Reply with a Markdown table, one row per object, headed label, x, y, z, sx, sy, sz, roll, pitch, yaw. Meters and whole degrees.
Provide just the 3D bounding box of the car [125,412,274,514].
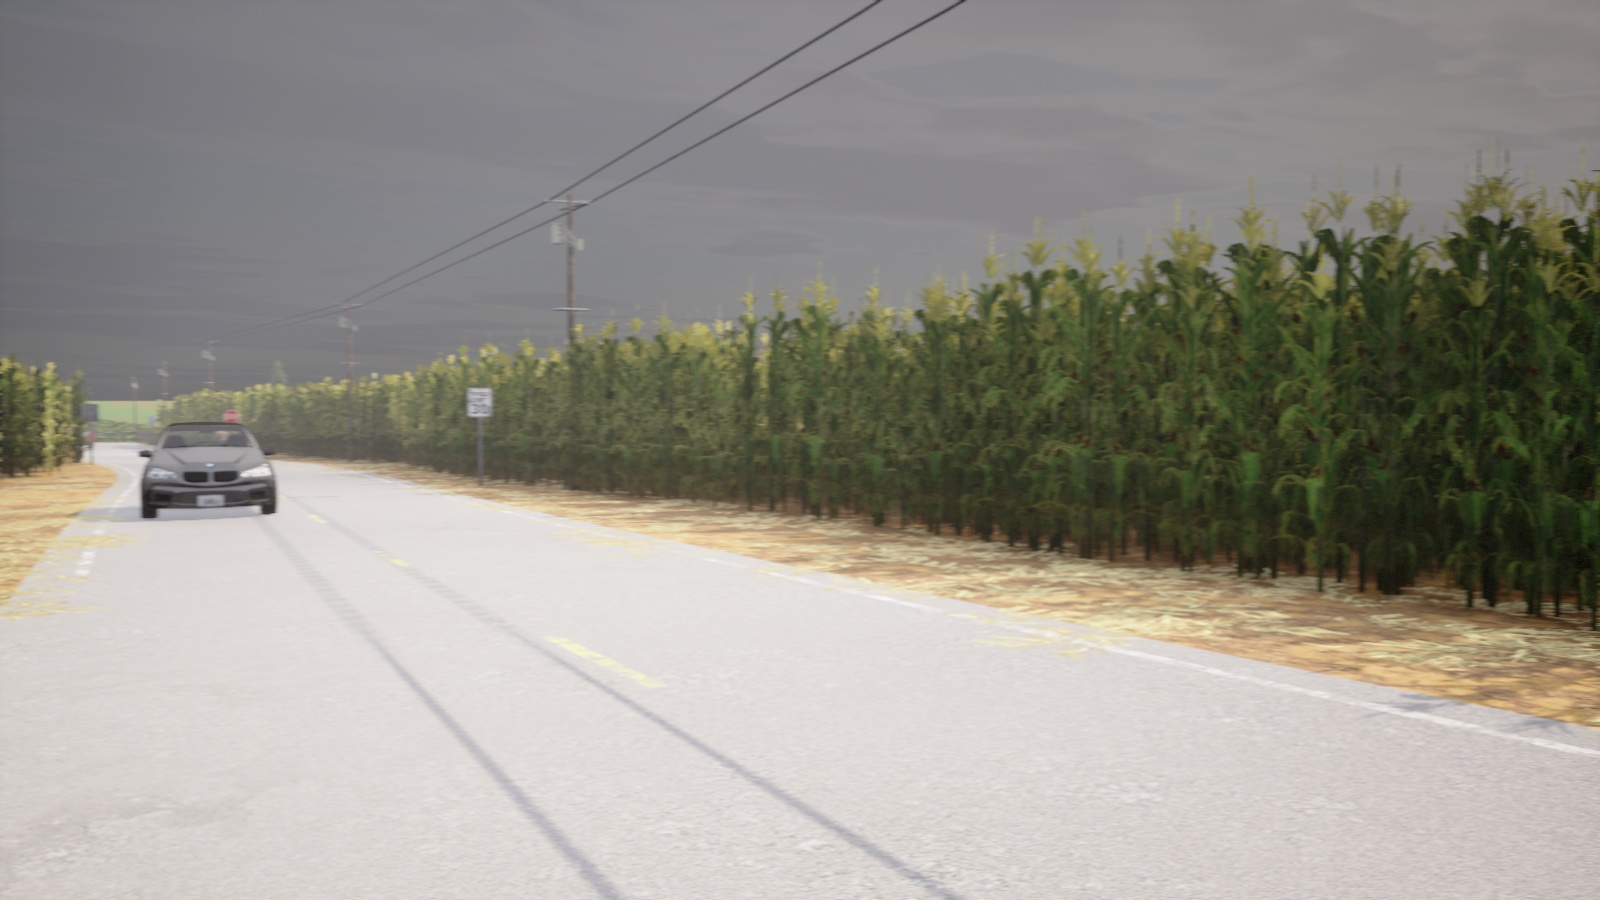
| label | x | y | z | sx | sy | sz | roll | pitch | yaw |
| --- | --- | --- | --- | --- | --- | --- | --- | --- | --- |
| car | -11.119 | 0.159 | 23.195 | 2.242 | 1.667 | 4.611 | -1 | 1 | -27 |
